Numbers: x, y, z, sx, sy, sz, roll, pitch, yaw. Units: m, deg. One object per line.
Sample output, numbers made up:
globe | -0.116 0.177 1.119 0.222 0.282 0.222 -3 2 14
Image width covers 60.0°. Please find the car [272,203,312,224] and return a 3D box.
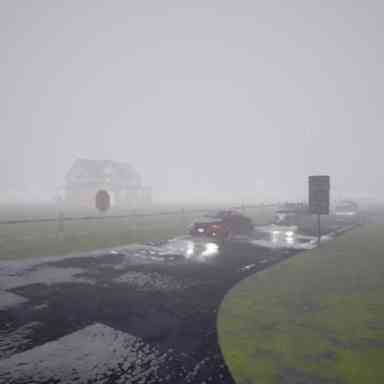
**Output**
car | 7.850 1.580 25.801 2.128 1.511 4.902 0 0 36

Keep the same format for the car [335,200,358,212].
car | 19.573 1.730 41.874 2.033 1.411 5.357 0 0 36

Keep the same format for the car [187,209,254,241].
car | 1.567 1.611 17.132 1.994 1.385 4.181 0 0 36
